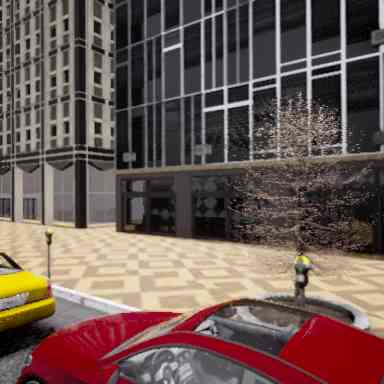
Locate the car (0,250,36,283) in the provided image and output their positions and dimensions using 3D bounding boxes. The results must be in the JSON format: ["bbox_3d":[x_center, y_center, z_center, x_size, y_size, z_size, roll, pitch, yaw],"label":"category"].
[{"bbox_3d":[-4.434,1.518,6.045,4.829,1.417,1.752,0,0,35],"label":"car"}]

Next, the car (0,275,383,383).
[{"bbox_3d":[0.297,1.581,2.670,4.206,1.307,1.802,0,0,35],"label":"car"}]
